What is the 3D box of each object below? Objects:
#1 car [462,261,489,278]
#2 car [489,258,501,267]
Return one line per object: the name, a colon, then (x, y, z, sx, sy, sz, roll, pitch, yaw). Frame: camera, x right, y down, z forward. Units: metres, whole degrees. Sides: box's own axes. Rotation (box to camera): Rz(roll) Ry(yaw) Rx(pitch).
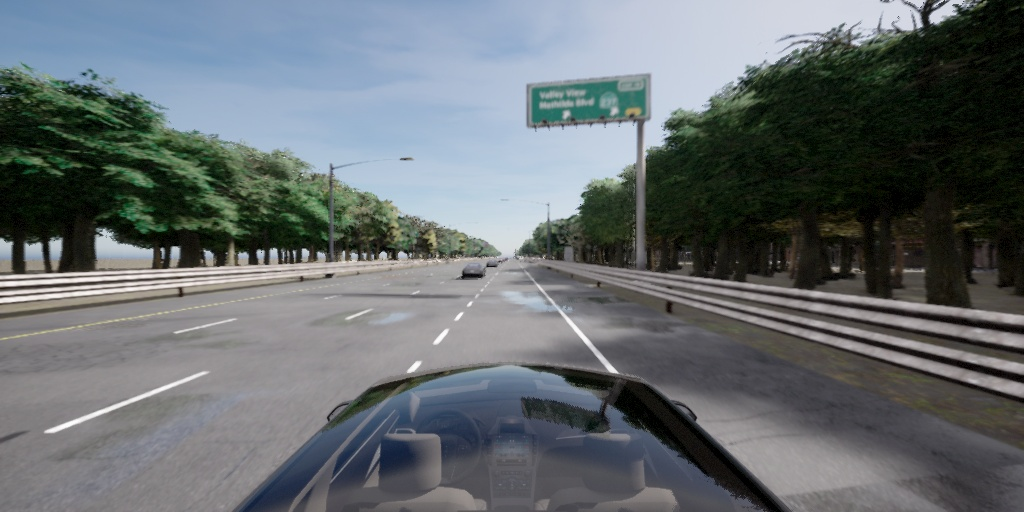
car: (-3.489, 1.319, 33.359, 1.994, 1.385, 4.181, 0, 0, 0)
car: (-3.478, 1.330, 63.519, 1.994, 1.385, 4.181, 0, 0, 0)
